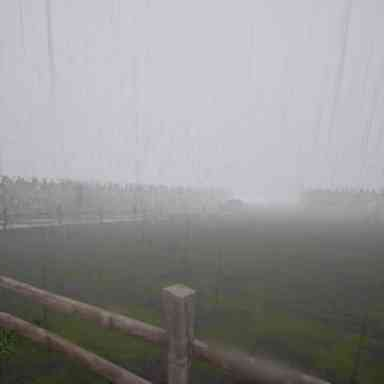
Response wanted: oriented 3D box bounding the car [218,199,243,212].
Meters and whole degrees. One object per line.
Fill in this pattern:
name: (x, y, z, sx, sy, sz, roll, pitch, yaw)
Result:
car: (6.508, 2.226, 55.317, 2.150, 2.045, 5.566, 0, -2, 36)
